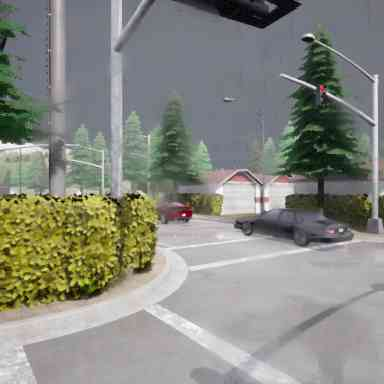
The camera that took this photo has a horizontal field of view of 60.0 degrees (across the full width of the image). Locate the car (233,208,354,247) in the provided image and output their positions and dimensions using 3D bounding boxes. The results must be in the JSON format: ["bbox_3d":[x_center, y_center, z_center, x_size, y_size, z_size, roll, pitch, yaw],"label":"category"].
[{"bbox_3d":[4.253,1.422,14.783,2.033,1.411,5.357,0,2,-35],"label":"car"}]

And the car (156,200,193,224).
[{"bbox_3d":[-1.943,1.305,23.378,1.882,1.535,5.008,-1,1,-35],"label":"car"}]
